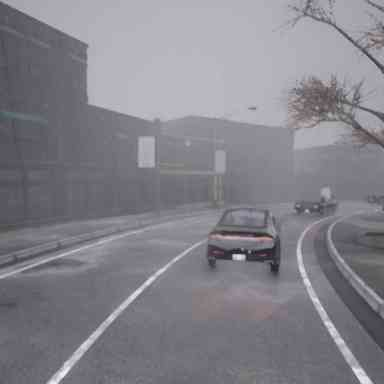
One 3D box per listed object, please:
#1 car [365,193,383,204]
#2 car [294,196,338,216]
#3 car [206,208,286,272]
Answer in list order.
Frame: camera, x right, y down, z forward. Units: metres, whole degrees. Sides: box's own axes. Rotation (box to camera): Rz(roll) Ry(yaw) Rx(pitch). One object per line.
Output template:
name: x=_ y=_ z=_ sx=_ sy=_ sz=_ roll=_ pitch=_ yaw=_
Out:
car: x=23.087 y=0.710 z=39.885 sx=4.718 sy=1.301 sz=1.895 roll=0 pitch=2 yaw=-23
car: x=9.453 y=0.989 z=25.017 sx=1.895 sy=1.301 sz=4.718 roll=2 pitch=2 yaw=38
car: x=1.714 y=1.226 z=9.969 sx=2.128 sy=1.511 sz=4.902 roll=1 pitch=2 yaw=15
